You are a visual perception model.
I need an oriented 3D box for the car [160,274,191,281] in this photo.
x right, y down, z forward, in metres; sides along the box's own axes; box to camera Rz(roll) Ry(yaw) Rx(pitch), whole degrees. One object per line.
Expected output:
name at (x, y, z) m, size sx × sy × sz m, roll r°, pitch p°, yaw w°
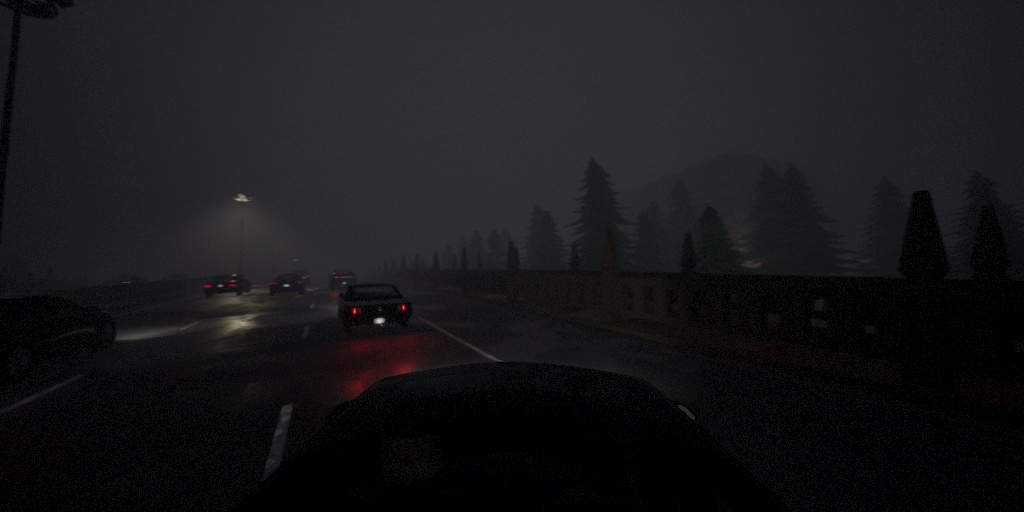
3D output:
car at (-32.955, 2.506, 35.318) m, size 1.812 × 1.442 × 4.674 m, roll -1°, pitch -3°, yaw -28°

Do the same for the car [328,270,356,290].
car at (-13.637, 1.861, 28.903) m, size 2.128 × 1.511 × 4.902 m, roll -1°, pitch -1°, yaw -28°

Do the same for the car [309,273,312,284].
car at (-22.007, 2.221, 37.286) m, size 1.812 × 1.442 × 4.674 m, roll -1°, pitch -2°, yaw -28°

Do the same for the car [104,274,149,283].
car at (-35.994, 2.462, 33.575) m, size 2.128 × 1.511 × 4.902 m, roll -1°, pitch -3°, yaw -28°

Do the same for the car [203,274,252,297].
car at (-19.126, 1.942, 24.302) m, size 2.033 × 1.411 × 5.357 m, roll -1°, pitch -1°, yaw -28°

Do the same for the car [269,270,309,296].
car at (-15.464, 1.906, 24.872) m, size 1.994 × 1.385 × 4.181 m, roll -1°, pitch -1°, yaw -28°

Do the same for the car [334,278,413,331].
car at (-4.769, 1.580, 12.078) m, size 1.895 × 1.301 × 4.718 m, roll -1°, pitch -1°, yaw -28°

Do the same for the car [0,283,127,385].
car at (-10.036, 1.500, 7.056) m, size 1.837 × 1.490 × 4.892 m, roll -1°, pitch -1°, yaw -28°
